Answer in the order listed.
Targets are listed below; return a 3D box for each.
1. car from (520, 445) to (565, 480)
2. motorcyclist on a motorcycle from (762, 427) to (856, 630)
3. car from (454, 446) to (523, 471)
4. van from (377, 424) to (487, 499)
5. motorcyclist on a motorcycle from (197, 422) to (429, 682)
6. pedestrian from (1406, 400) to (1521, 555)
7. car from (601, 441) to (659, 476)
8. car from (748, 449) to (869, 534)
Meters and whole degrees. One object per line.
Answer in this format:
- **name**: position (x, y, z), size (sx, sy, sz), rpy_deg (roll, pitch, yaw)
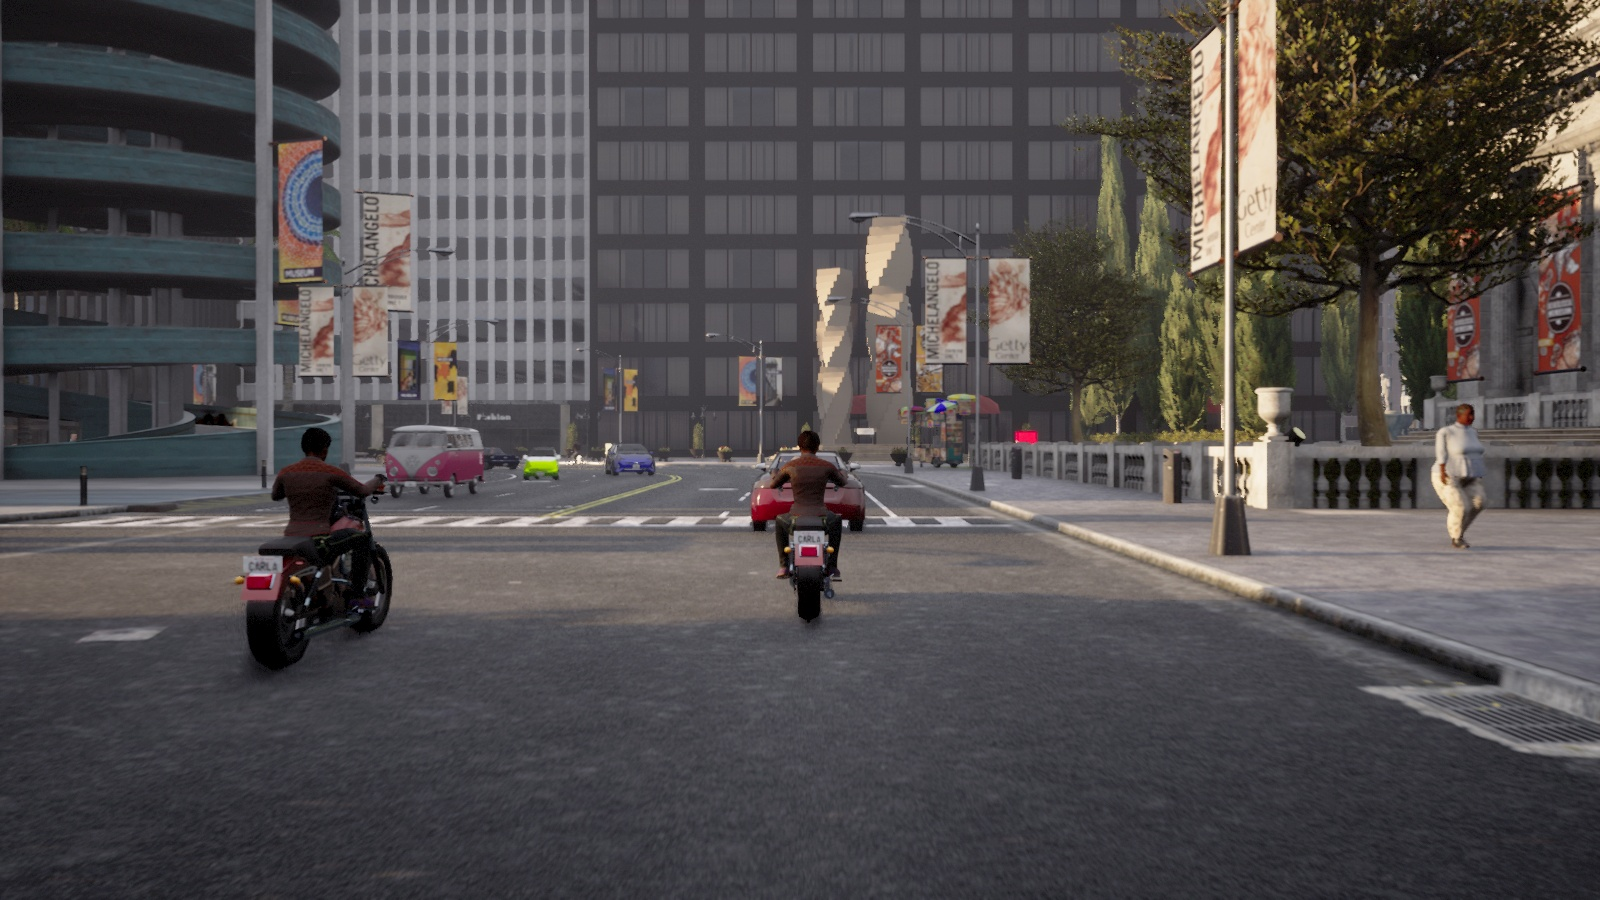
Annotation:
- **car**: position (-10.420, 0.510, 50.900), size (1.481, 1.376, 2.207), rpy_deg (0, 0, -4)
- **motorcyclist on a motorcycle**: position (0.080, 0.634, 11.375), size (0.766, 1.649, 2.350), rpy_deg (0, 0, 0)
- **car**: position (-17.385, 0.444, 69.901), size (1.895, 1.301, 4.718), rpy_deg (0, 0, -39)
- **van**: position (-10.288, 0.294, 35.425), size (1.775, 1.987, 4.442), rpy_deg (0, 0, 0)
- **motorcyclist on a motorcycle**: position (-3.433, 0.643, 9.132), size (0.766, 1.649, 2.350), rpy_deg (0, 0, 0)
- **pedestrian**: position (8.212, 0.323, 15.571), size (0.874, 1.855, 0.900), rpy_deg (0, 0, -14)
- **car**: position (-7.910, 0.364, 58.091), size (2.007, 1.525, 4.514), rpy_deg (0, 0, -16)
- **car**: position (0.145, 0.684, 22.790), size (1.994, 1.385, 4.181), rpy_deg (0, 0, 0)
